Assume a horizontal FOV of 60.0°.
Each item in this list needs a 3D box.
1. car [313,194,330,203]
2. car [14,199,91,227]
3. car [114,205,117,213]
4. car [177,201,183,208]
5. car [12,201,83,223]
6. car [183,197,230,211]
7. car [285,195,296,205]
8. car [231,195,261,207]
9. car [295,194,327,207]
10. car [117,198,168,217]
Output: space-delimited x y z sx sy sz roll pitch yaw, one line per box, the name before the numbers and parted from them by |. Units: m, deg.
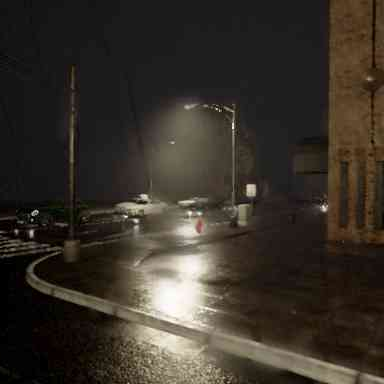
car | 24.469 1.140 62.681 1.837 1.490 4.892 1 1 36
car | -9.110 1.254 22.155 2.097 1.767 4.553 1 1 35
car | -5.492 1.324 32.763 1.812 1.442 4.674 1 1 36
car | 0.337 1.340 40.791 1.895 1.301 4.718 1 1 36
car | -10.855 1.455 25.363 1.895 1.301 4.718 1 1 33
car | 1.717 1.337 37.172 2.033 1.411 5.357 1 1 35
car | 15.846 1.195 50.784 1.882 1.535 5.008 1 1 36
car | 7.611 1.332 45.241 1.895 1.301 4.718 1 1 36
car | 16.640 1.264 46.341 2.128 1.511 4.902 1 1 36
car | -3.988 1.373 29.294 1.812 1.442 4.674 1 1 36
